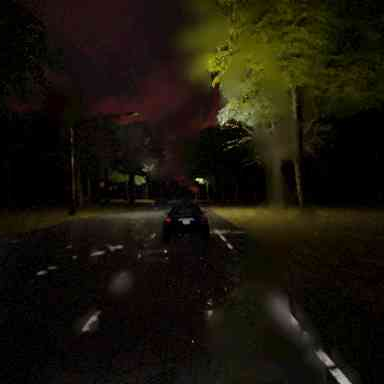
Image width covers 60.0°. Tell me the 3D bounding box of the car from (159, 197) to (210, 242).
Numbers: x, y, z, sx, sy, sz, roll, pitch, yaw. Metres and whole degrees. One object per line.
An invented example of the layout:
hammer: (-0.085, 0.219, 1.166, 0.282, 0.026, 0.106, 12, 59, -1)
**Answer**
car: (-0.302, 1.368, 16.773, 2.097, 1.767, 4.553, -2, 0, -1)

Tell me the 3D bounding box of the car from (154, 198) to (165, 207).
car: (-5.225, 1.738, 57.218, 1.837, 1.490, 4.892, -1, 0, 5)

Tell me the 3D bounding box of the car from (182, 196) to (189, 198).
car: (-1.475, 1.719, 71.425, 2.033, 1.411, 5.357, -2, 0, -1)
